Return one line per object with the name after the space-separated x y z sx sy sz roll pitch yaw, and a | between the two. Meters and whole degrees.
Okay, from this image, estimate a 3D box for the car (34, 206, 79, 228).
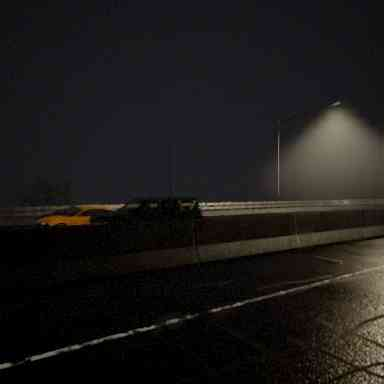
-5.401 1.483 17.302 5.008 1.535 1.882 0 0 -35 | car

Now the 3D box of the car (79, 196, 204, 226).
-1.978 1.229 15.435 5.566 2.045 2.150 0 0 -35 | car

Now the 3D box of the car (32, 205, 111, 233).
-7.283 1.569 20.256 4.181 1.385 1.994 0 0 -35 | car
